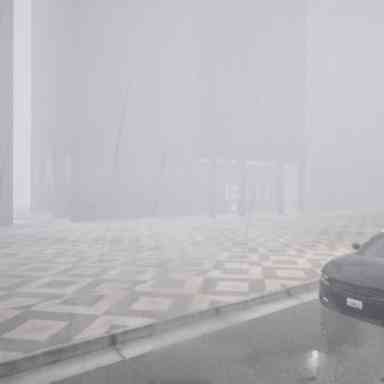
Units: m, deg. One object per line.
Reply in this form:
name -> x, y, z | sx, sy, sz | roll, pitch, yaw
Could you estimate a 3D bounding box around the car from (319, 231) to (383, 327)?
car -> 4.577, 1.477, 6.688 | 5.008, 1.535, 1.882 | 0, 0, -36
